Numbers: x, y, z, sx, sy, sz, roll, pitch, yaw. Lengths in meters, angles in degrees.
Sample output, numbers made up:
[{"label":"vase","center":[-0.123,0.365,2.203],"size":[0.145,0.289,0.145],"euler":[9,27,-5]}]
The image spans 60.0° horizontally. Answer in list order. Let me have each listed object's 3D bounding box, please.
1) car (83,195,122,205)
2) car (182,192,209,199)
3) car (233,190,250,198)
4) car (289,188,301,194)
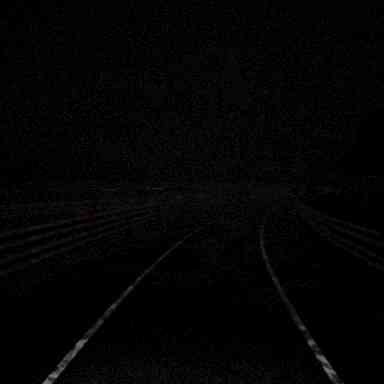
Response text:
[{"label":"car","center":[-10.177,1.061,38.121],"size":[2.128,1.511,4.902],"euler":[2,2,37]},{"label":"car","center":[0.679,0.653,52.513],"size":[2.033,1.411,5.357],"euler":[2,2,37]},{"label":"car","center":[9.604,0.312,64.351],"size":[1.994,1.385,4.181],"euler":[1,2,37]},{"label":"car","center":[27.063,-0.333,87.489],"size":[1.837,1.490,4.892],"euler":[2,2,37]}]
